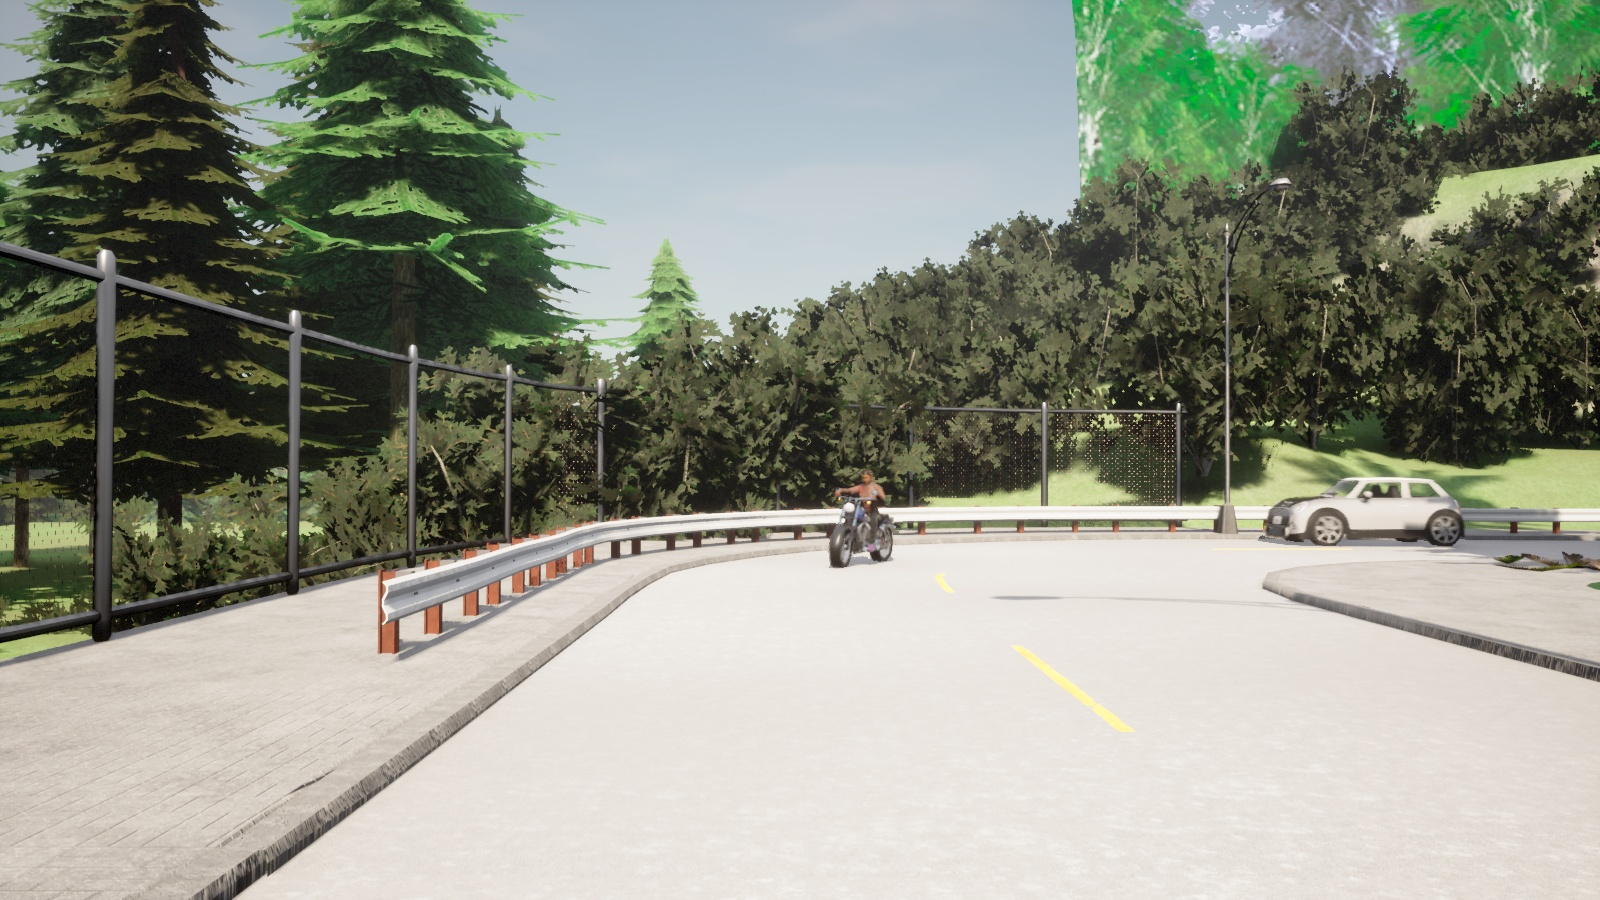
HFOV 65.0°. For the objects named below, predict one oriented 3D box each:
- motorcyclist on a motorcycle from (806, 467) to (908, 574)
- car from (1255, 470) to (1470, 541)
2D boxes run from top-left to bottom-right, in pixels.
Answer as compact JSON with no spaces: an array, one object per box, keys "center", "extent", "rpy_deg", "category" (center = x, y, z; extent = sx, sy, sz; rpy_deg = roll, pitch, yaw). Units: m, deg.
[{"center":[0.982,1.111,20.813],"extent":[0.766,1.649,2.350],"rpy_deg":[1,0,27],"category":"motorcyclist on a motorcycle"},{"center":[12.226,1.192,27.484],"extent":[3.806,1.475,1.970],"rpy_deg":[0,-1,-1],"category":"car"}]
